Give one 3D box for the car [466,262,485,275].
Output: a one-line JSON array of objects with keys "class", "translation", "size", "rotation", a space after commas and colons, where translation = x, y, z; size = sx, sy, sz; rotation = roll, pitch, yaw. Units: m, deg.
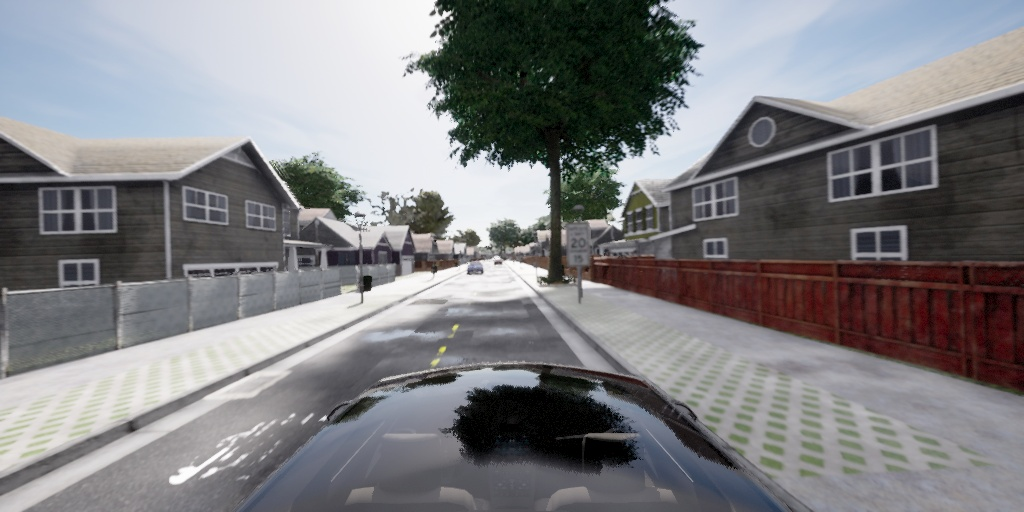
[{"class": "car", "translation": [-4.319, 1.392, 42.841], "size": [1.812, 1.442, 4.674], "rotation": [-2, 0, -2]}]
